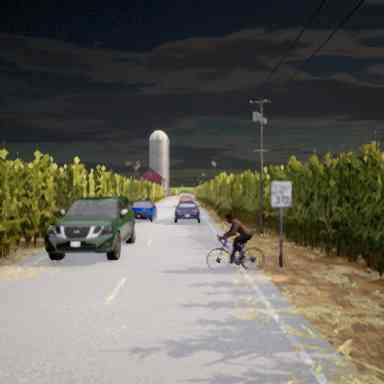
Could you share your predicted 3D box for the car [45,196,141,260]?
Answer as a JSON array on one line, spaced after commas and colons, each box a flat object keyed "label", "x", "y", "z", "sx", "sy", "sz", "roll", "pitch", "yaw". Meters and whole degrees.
[{"label": "car", "x": -3.522, "y": 1.190, "z": 12.646, "sx": 2.150, "sy": 2.045, "sz": 5.566, "roll": 0, "pitch": 0, "yaw": -1}]

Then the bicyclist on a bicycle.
[{"label": "bicyclist on a bicycle", "x": 1.219, "y": 1.437, "z": 9.328, "sx": 1.656, "sy": 1.620, "sz": 0.582, "roll": 0, "pitch": 0, "yaw": -1}]

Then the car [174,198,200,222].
[{"label": "car", "x": -0.366, "y": 1.461, "z": 25.306, "sx": 1.812, "sy": 1.442, "sz": 4.674, "roll": 0, "pitch": 0, "yaw": -1}]

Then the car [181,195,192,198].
[{"label": "car", "x": -0.779, "y": 1.237, "z": 45.986, "sx": 2.097, "sy": 1.767, "sz": 4.553, "roll": 0, "pitch": 0, "yaw": 0}]

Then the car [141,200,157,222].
[{"label": "car", "x": -3.758, "y": 1.413, "z": 25.582, "sx": 1.882, "sy": 1.535, "sz": 5.008, "roll": 0, "pitch": 0, "yaw": -1}]
